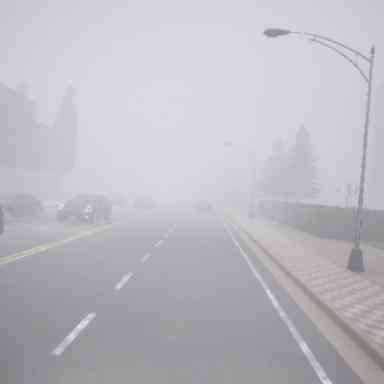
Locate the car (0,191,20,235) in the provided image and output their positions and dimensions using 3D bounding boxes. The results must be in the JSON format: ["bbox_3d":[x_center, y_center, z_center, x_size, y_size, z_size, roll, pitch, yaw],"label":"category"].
[{"bbox_3d":[-6.896,0.679,8.015,2.150,2.045,5.566,5,0,2],"label":"car"}]

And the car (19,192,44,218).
[{"bbox_3d":[-10.016,0.713,18.198,1.882,1.535,5.008,5,0,2],"label":"car"}]

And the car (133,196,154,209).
[{"bbox_3d":[-5.614,1.201,39.521,1.812,1.442,4.674,5,0,2],"label":"car"}]

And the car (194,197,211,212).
[{"bbox_3d":[1.537,1.829,43.987,1.994,1.385,4.181,5,0,2],"label":"car"}]

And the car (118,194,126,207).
[{"bbox_3d":[-9.116,0.944,39.406,1.994,1.385,4.181,5,0,2],"label":"car"}]

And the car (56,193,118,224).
[{"bbox_3d":[-6.429,0.888,20.385,2.097,1.767,4.553,5,0,2],"label":"car"}]
